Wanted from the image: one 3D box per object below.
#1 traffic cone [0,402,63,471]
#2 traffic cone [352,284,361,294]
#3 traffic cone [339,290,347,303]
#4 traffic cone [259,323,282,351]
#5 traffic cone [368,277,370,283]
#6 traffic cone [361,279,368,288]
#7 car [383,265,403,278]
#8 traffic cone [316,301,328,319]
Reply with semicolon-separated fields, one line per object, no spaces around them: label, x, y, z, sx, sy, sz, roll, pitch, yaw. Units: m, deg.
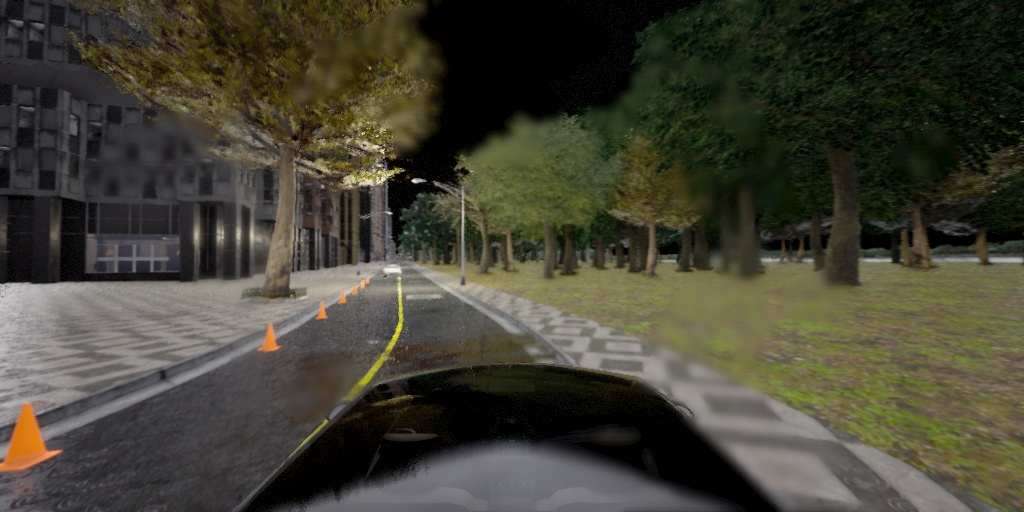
traffic cone;-4.907;1.782;3.622;0.340;0.580;0.340;0;0;-4
traffic cone;-9.774;2.032;22.328;0.340;0.580;0.340;0;0;-17
traffic cone;-8.273;1.970;17.558;0.340;0.580;0.340;0;0;-17
traffic cone;-5.547;1.844;8.234;0.340;0.580;0.340;0;0;-12
traffic cone;-12.779;2.133;31.867;0.340;0.580;0.340;0;0;-17
traffic cone;-11.277;2.084;27.097;0.340;0.580;0.340;0;0;-17
car;-14.069;1.776;42.166;1.812;1.442;4.674;0;0;-23
traffic cone;-6.772;1.906;12.788;0.340;0.580;0.340;0;0;-18
